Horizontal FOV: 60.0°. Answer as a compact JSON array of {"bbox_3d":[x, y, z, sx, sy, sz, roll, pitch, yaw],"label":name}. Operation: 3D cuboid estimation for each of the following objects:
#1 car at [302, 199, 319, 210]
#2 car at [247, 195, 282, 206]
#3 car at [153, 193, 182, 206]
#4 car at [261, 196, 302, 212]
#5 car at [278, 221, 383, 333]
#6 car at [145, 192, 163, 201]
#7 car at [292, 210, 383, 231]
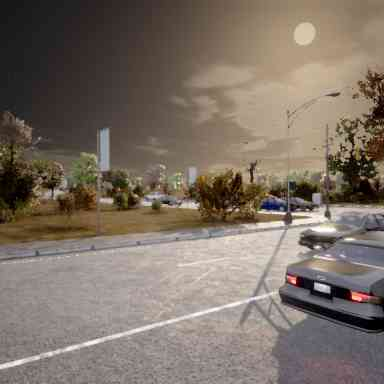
[{"bbox_3d":[11.644,1.365,37.942,2.033,1.411,5.357,-1,0,-39],"label":"car"},{"bbox_3d":[10.927,1.263,50.264,2.128,1.511,4.902,-1,0,-39],"label":"car"},{"bbox_3d":[-3.442,1.340,51.026,2.128,1.511,4.902,-1,0,-39],"label":"car"},{"bbox_3d":[8.864,1.319,35.808,1.882,1.535,5.008,-1,0,-40],"label":"car"},{"bbox_3d":[4.055,1.529,6.668,5.357,1.411,2.033,0,0,-36],"label":"car"},{"bbox_3d":[-8.339,1.009,73.975,2.150,2.045,5.566,-1,0,-38],"label":"car"},{"bbox_3d":[6.463,1.494,13.055,5.357,1.411,2.033,0,0,-36],"label":"car"}]
